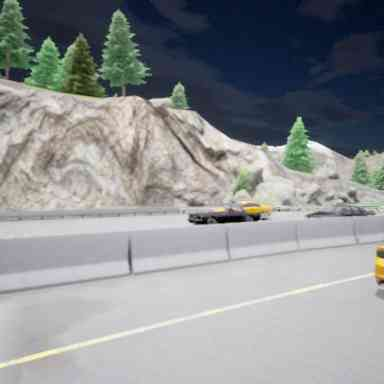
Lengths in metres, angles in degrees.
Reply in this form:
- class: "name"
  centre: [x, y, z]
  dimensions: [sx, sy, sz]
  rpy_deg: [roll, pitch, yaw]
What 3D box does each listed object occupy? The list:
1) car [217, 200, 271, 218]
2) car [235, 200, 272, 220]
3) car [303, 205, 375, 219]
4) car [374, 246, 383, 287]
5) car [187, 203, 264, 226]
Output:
- class: "car"
  centre: [4.895, 1.513, 31.168]
  dimensions: [4.892, 1.490, 1.837]
  rpy_deg: [0, 0, -27]
- class: "car"
  centre: [4.106, 1.484, 26.783]
  dimensions: [5.008, 1.535, 1.882]
  rpy_deg: [0, 0, -28]
- class: "car"
  centre: [9.828, 1.581, 21.953]
  dimensions: [5.357, 1.411, 2.033]
  rpy_deg: [0, 0, -27]
- class: "car"
  centre: [6.295, 1.501, 7.665]
  dimensions: [5.008, 1.535, 1.882]
  rpy_deg: [0, 0, -32]
- class: "car"
  centre: [2.086, 1.600, 21.688]
  dimensions: [4.718, 1.301, 1.895]
  rpy_deg: [0, 0, -30]
